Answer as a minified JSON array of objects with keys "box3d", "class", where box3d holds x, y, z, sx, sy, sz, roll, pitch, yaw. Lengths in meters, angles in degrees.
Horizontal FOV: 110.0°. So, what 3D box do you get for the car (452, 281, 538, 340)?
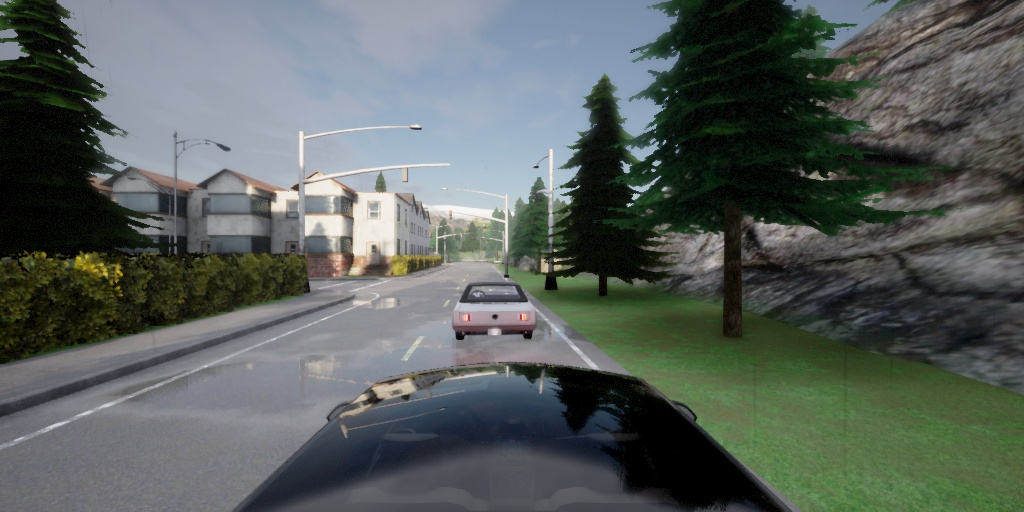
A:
[{"box3d":[-0.526,1.351,9.954,1.895,1.301,4.718,0,0,-4],"class":"car"}]
